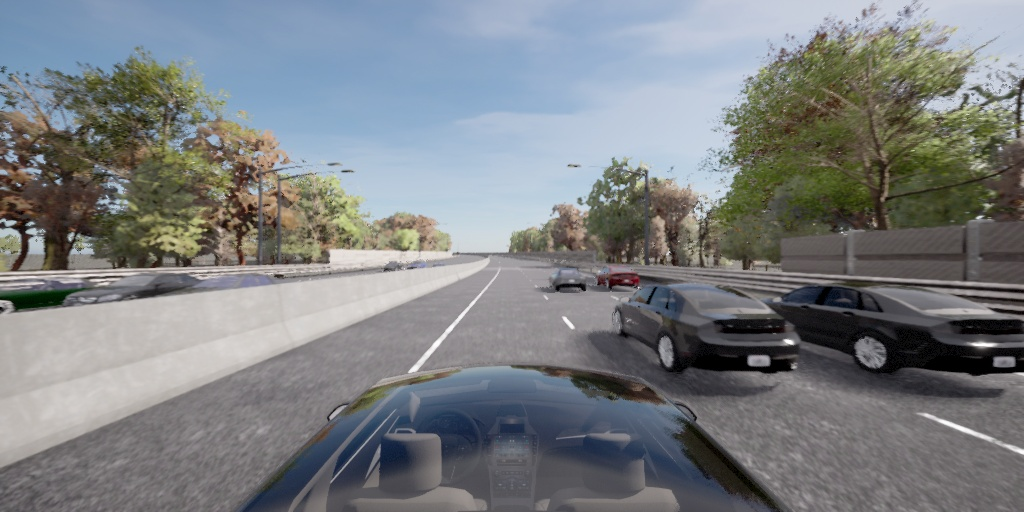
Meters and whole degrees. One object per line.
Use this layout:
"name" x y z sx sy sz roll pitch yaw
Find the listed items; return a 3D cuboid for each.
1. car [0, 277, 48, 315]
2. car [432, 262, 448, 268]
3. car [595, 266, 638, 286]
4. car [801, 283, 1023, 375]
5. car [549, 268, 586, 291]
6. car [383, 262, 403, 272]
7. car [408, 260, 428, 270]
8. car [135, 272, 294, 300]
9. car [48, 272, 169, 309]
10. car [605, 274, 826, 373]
"car" -17.602 1.442 13.253 1.895 1.301 4.718 0 0 0
"car" -10.834 1.663 54.289 1.994 1.385 4.181 0 0 0
"car" 7.092 1.409 24.644 1.882 1.535 5.008 0 0 0
"car" 7.099 1.302 7.596 1.837 1.490 4.892 0 0 0
"car" 3.593 1.487 23.642 1.994 1.385 4.181 0 0 0
"car" -17.820 1.604 54.015 1.837 1.490 4.892 0 0 0
"car" -14.337 1.451 54.627 2.097 1.767 4.553 0 0 0
"car" -10.602 1.393 13.812 2.033 1.411 5.357 0 0 0
"car" -14.101 1.373 13.992 1.812 1.442 4.674 0 0 0
"car" 3.598 1.302 7.651 1.837 1.490 4.892 0 0 0
